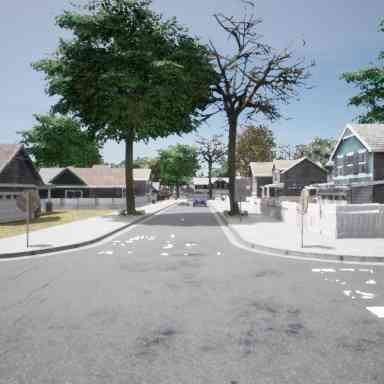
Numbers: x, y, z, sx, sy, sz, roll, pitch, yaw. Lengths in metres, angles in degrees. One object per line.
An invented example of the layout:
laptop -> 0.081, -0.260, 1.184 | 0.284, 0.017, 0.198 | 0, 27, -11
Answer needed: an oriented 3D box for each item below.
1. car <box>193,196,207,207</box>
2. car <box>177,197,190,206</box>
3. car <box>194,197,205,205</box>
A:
car -> 1.181, 1.346, 51.410 | 2.097, 1.767, 4.553 | 0, 0, 1
car -> -1.480, 1.519, 55.289 | 1.812, 1.442, 4.674 | 0, 0, 1
car -> 1.413, 1.556, 61.473 | 1.994, 1.385, 4.181 | 0, 0, 1
